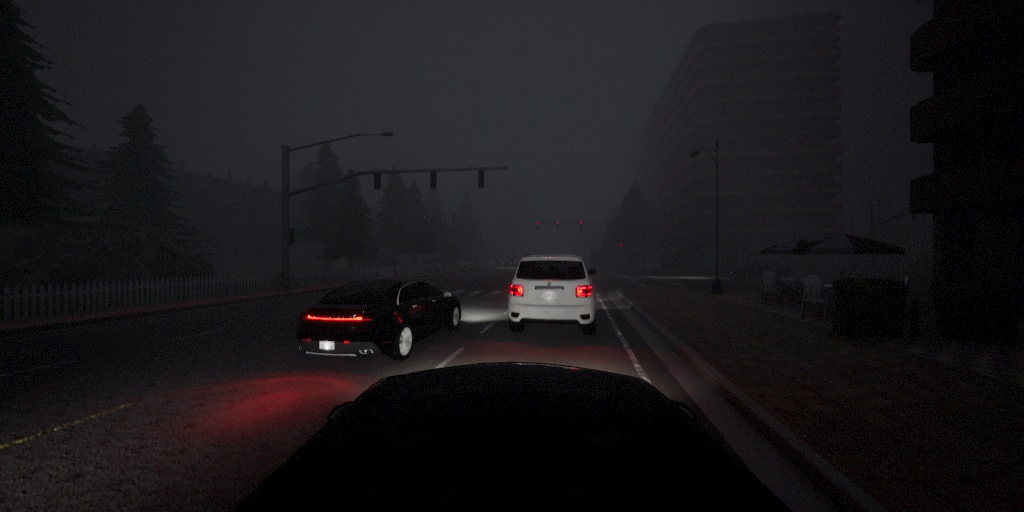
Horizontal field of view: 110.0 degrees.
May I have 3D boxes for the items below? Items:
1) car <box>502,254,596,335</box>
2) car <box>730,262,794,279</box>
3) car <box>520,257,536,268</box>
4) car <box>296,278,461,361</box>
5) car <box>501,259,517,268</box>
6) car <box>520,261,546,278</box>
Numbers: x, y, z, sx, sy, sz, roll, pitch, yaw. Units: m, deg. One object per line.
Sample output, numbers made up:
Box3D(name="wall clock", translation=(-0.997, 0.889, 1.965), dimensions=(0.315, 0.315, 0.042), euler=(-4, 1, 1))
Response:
Box3D(name="car", translation=(1.319, 0.962, 10.726), dimensions=(2.150, 2.045, 5.566), euler=(0, 0, 10))
Box3D(name="car", translation=(22.456, 1.266, 32.327), dimensions=(4.902, 1.511, 2.128), euler=(0, 0, 10))
Box3D(name="car", translation=(2.793, 1.044, 60.169), dimensions=(2.097, 1.767, 4.553), euler=(0, 0, 10))
Box3D(name="car", translation=(-2.662, 1.248, 8.394), dimensions=(1.837, 1.490, 4.892), euler=(0, 0, 10))
Box3D(name="car", translation=(-0.406, 1.196, 62.134), dimensions=(1.837, 1.490, 4.892), euler=(0, 0, 10))
Box3D(name="car", translation=(2.167, 1.291, 35.491), dimensions=(2.033, 1.411, 5.357), euler=(0, 0, 10))
